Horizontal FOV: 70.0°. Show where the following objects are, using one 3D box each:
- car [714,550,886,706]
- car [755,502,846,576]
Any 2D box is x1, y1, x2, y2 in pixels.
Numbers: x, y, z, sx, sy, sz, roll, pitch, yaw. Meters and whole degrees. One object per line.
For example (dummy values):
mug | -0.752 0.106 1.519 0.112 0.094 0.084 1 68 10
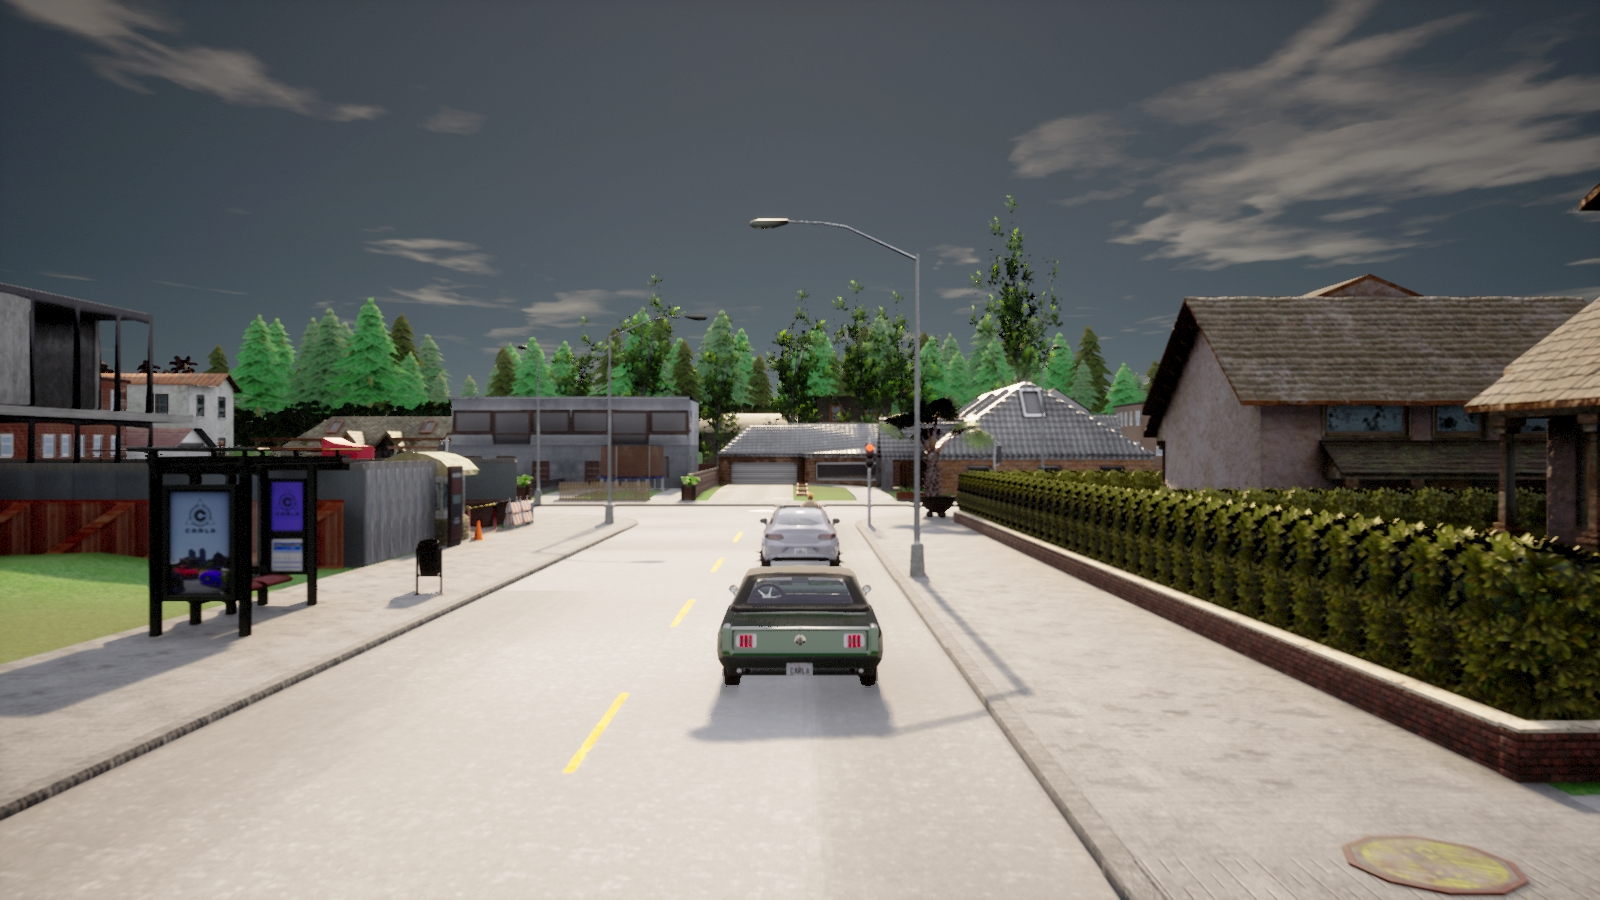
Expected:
car | 0.002 2.155 14.902 1.895 1.301 4.718 0 0 0
car | 0.001 2.081 27.717 2.002 1.442 4.674 0 0 0
